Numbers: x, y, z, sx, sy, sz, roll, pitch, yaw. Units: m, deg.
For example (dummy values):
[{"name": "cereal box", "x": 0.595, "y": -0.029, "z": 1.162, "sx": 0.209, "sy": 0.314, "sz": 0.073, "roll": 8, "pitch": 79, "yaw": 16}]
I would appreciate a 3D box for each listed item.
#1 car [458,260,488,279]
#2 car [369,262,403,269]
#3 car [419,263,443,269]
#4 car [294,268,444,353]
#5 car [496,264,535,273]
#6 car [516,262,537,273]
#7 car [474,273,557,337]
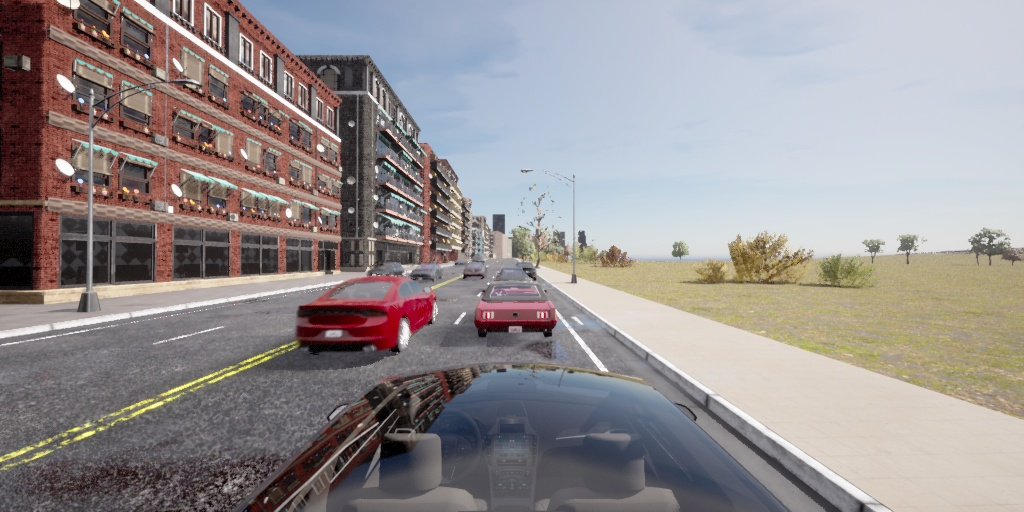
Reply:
[{"name": "car", "x": -3.253, "y": 1.301, "z": 32.386, "sx": 2.033, "sy": 1.411, "sz": 5.357, "roll": 0, "pitch": 0, "yaw": 0}, {"name": "car", "x": -9.938, "y": 1.258, "z": 28.486, "sx": 1.837, "sy": 1.490, "sz": 4.892, "roll": 0, "pitch": 0, "yaw": 0}, {"name": "car", "x": -6.690, "y": 1.301, "z": 28.710, "sx": 2.033, "sy": 1.411, "sz": 5.357, "roll": 0, "pitch": 0, "yaw": 0}, {"name": "car", "x": -3.174, "y": 1.229, "z": 8.841, "sx": 1.882, "sy": 1.535, "sz": 5.008, "roll": 0, "pitch": 0, "yaw": 0}, {"name": "car", "x": 0.031, "y": 1.317, "z": 20.259, "sx": 1.994, "sy": 1.385, "sz": 4.181, "roll": 0, "pitch": 0, "yaw": 0}, {"name": "car", "x": 1.044, "y": 1.259, "z": 30.254, "sx": 1.837, "sy": 1.490, "sz": 4.892, "roll": 0, "pitch": 0, "yaw": 0}, {"name": "car", "x": 0.073, "y": 1.352, "z": 10.229, "sx": 1.895, "sy": 1.301, "sz": 4.718, "roll": 0, "pitch": 0, "yaw": 0}]
